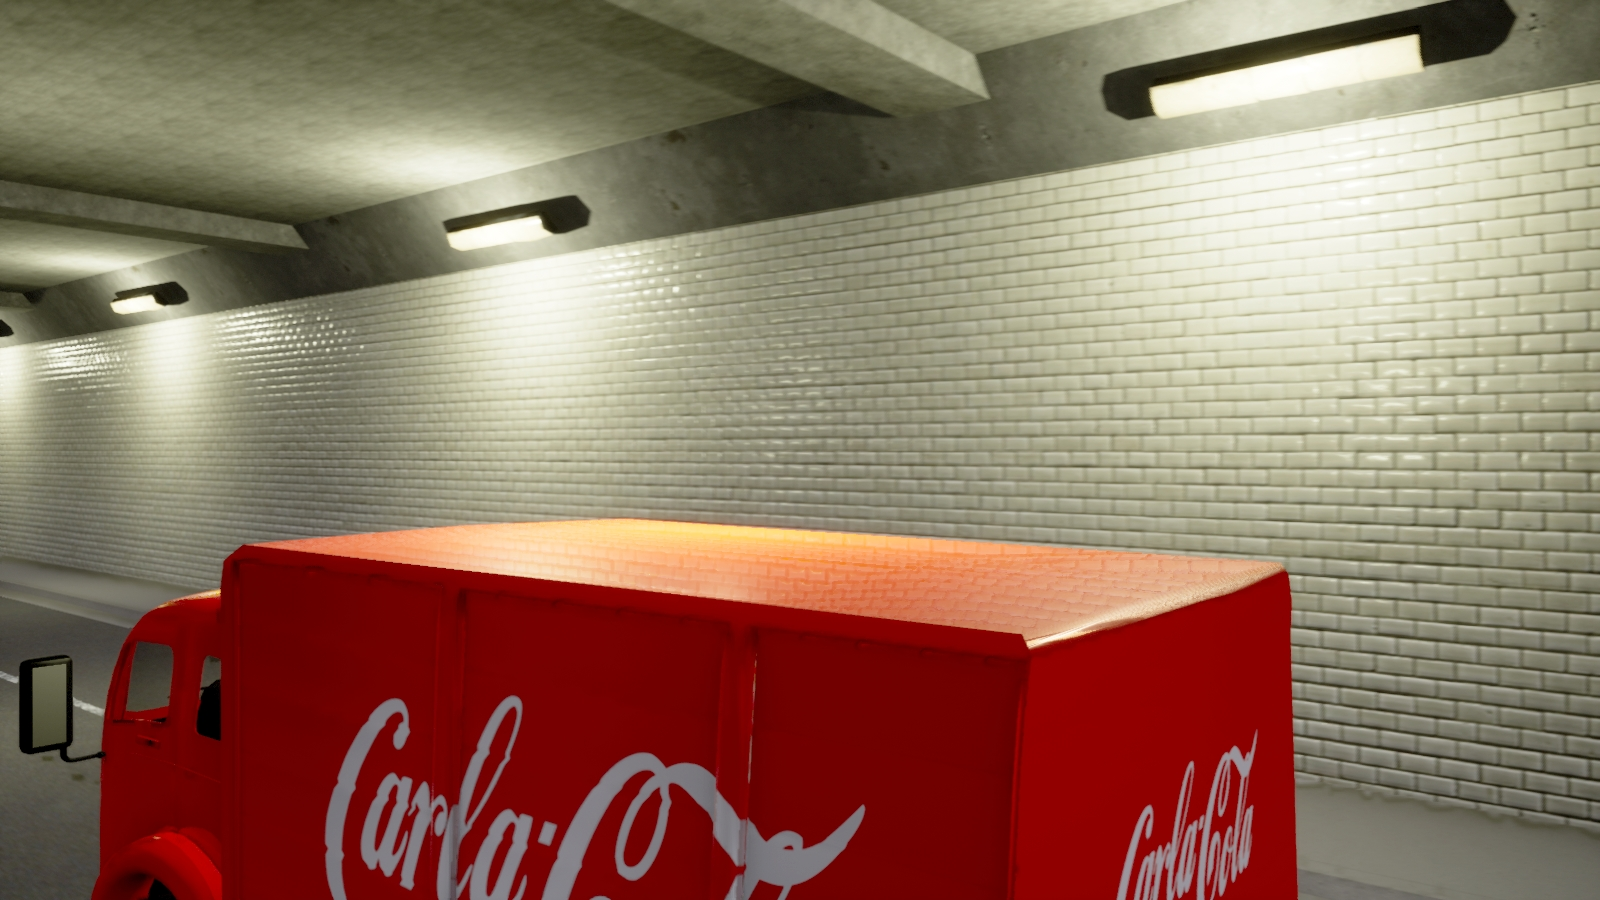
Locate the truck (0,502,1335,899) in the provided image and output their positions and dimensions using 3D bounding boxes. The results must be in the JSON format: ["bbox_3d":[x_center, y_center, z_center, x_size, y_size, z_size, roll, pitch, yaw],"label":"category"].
[{"bbox_3d":[-0.940,1.568,4.668,5.204,2.467,2.627,0,0,38],"label":"truck"}]
